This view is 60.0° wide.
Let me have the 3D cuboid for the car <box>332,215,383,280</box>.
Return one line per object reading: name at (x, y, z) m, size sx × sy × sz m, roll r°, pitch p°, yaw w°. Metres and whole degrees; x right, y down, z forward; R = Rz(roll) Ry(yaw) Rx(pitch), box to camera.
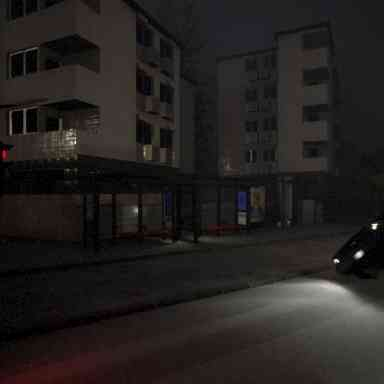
car at (6.063, 1.187, 9.342) m, size 5.357 × 1.411 × 2.033 m, roll 0°, pitch -45°, yaw -30°
